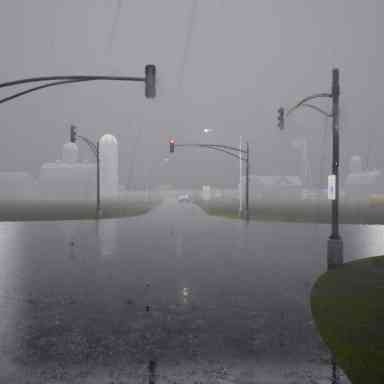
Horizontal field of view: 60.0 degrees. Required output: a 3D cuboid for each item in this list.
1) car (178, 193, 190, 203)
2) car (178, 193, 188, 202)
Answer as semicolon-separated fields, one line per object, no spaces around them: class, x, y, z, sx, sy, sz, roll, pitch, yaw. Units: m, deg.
car;-1.526;1.553;69.932;1.812;1.442;4.674;0;0;-3
car;-2.113;1.189;79.966;2.150;2.045;5.566;0;0;-4
